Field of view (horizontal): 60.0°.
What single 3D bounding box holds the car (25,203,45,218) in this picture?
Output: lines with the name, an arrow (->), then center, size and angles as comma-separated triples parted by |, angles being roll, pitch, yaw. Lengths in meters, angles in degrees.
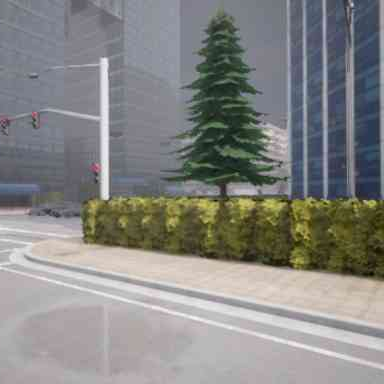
car -> -13.939, 1.682, 33.022 | 2.128, 1.511, 4.902 | 0, 0, 35

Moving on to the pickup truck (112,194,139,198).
pickup truck -> -11.641, 1.332, 58.960 | 6.274, 2.098, 2.390 | 0, 0, -24

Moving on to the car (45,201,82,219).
car -> -11.007, 1.731, 31.108 | 1.994, 1.385, 4.181 | 0, 0, 35
